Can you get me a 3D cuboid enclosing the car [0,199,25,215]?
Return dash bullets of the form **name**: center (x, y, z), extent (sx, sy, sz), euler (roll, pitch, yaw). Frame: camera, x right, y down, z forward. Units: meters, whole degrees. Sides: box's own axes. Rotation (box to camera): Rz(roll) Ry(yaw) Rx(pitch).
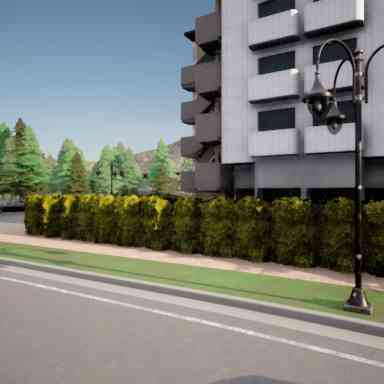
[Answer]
- **car**: center (-18.242, 1.489, 33.496), extent (2.128, 1.511, 4.902), euler (0, 0, 33)
